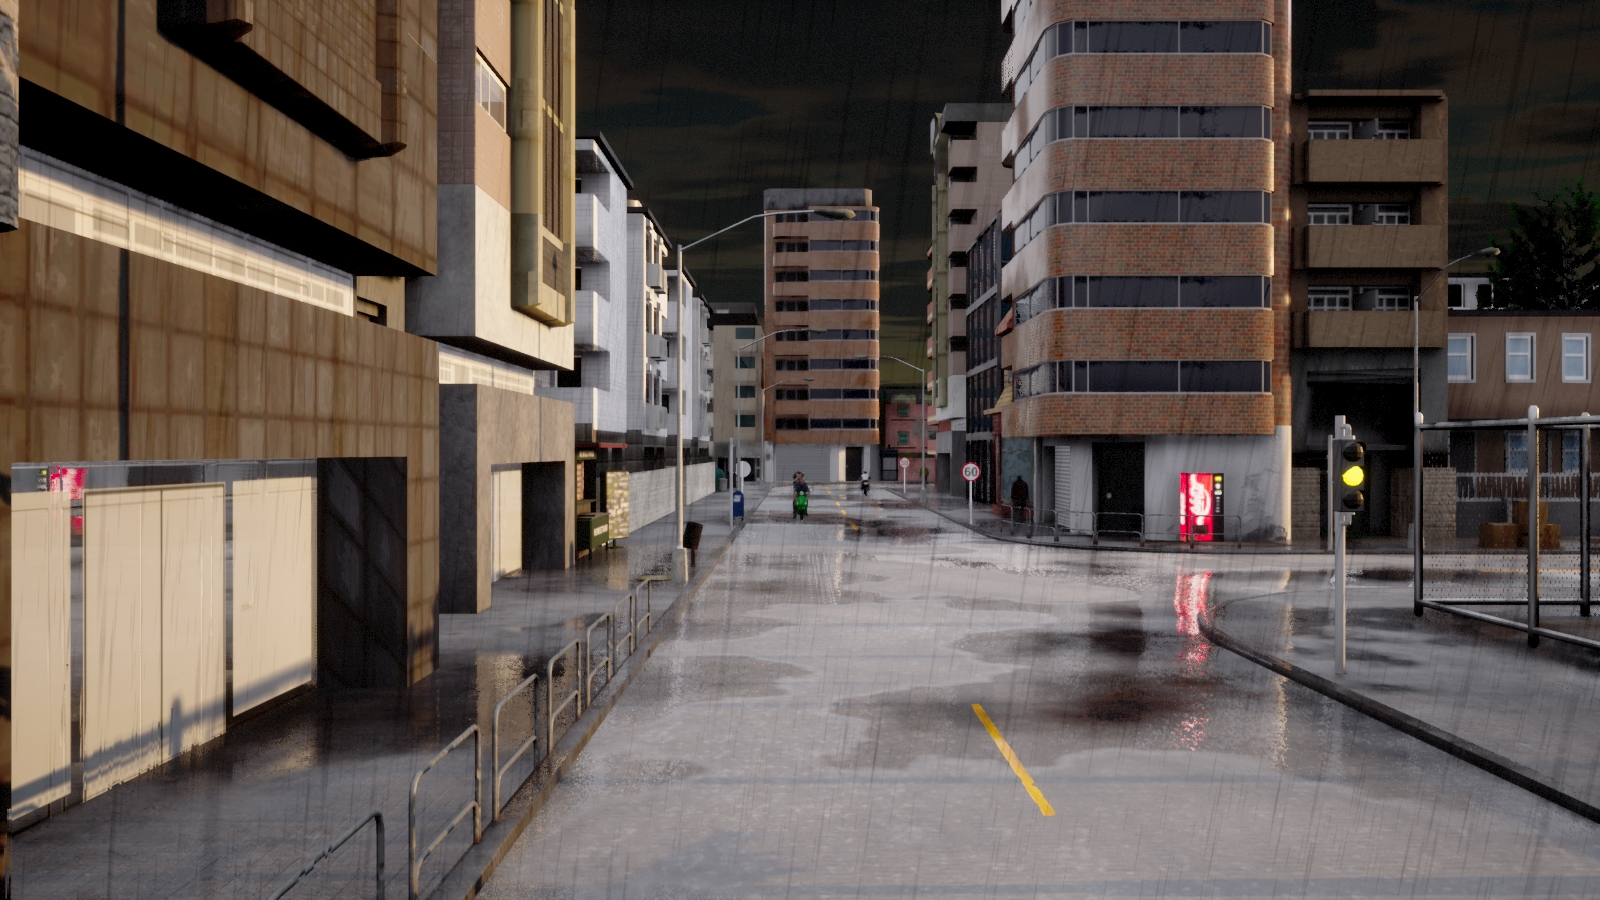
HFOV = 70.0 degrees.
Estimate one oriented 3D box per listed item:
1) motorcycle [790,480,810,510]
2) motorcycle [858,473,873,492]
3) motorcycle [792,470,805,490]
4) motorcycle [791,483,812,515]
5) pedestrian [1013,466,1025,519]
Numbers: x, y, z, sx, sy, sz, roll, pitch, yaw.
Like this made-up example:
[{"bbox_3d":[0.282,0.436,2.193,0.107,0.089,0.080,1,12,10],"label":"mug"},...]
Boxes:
[{"bbox_3d":[0.019,1.970,50.389,0.856,1.236,1.805,0,0,0],"label":"motorcycle"},{"bbox_3d":[4.040,2.004,70.637,0.803,1.145,2.033,0,0,0],"label":"motorcycle"},{"bbox_3d":[-0.129,1.998,76.522,0.867,1.251,2.209,0,0,0],"label":"motorcycle"},{"bbox_3d":[0.063,1.970,46.521,0.856,1.236,1.805,0,0,0],"label":"motorcycle"},{"bbox_3d":[7.863,1.523,40.952,0.375,1.860,0.375,0,0,4],"label":"pedestrian"}]
